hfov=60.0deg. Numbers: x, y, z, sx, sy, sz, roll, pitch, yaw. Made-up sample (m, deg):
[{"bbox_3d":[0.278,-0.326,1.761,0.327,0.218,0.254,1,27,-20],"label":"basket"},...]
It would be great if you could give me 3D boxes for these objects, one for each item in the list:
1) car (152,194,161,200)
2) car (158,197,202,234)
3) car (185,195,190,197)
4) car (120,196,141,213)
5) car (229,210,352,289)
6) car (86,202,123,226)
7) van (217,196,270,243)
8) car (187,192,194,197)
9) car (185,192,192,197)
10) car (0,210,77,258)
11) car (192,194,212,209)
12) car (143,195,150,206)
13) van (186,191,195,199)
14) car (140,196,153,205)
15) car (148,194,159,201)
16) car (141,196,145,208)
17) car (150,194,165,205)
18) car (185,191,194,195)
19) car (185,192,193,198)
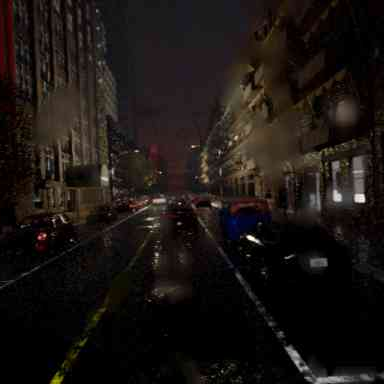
[{"bbox_3d":[-9.179,1.205,87.270,2.008,1.369,4.403,-2,1,-2],"label":"car"},{"bbox_3d":[-0.704,1.347,18.637,1.882,1.535,5.008,-3,1,-2],"label":"car"},{"bbox_3d":[-1.361,1.350,35.481,1.895,1.301,4.718,-3,1,-2],"label":"car"},{"bbox_3d":[-7.152,1.477,36.401,1.967,1.590,4.097,-2,0,-2],"label":"car"},{"bbox_3d":[2.344,1.369,8.437,1.947,1.339,4.313,-2,0,-2],"label":"car"},{"bbox_3d":[-6.696,1.700,25.098,1.802,1.307,4.206,-2,0,-2],"label":"car"},{"bbox_3d":[2.110,1.106,14.087,1.690,1.788,3.998,-2,0,-2],"label":"van"},{"bbox_3d":[0.541,1.063,53.653,1.802,1.307,4.206,-2,1,-2],"label":"car"},{"bbox_3d":[-1.037,0.702,93.384,1.752,1.417,4.829,-2,1,-2],"label":"car"},{"bbox_3d":[-6.250,1.636,13.793,1.967,1.590,4.097,-2,0,-2],"label":"car"},{"bbox_3d":[1.217,1.188,36.697,1.802,1.307,4.206,-2,1,-2],"label":"car"},{"bbox_3d":[-7.828,1.352,53.357,1.967,1.590,4.097,-2,1,-2],"label":"car"},{"bbox_3d":[-0.371,0.651,76.258,1.690,1.788,3.998,-2,1,-2],"label":"van"},{"bbox_3d":[-8.050,1.435,59.010,1.947,1.339,4.313,-2,1,-2],"label":"car"},{"bbox_3d":[-8.727,1.292,75.965,2.008,1.369,4.403,-2,1,-2],"label":"car"},{"bbox_3d":[-7.372,1.578,42.053,1.802,1.307,4.206,-2,1,-2],"label":"car"},{"bbox_3d":[-5.120,1.380,52.747,1.895,1.301,4.718,-3,1,-2],"label":"car"},{"bbox_3d":[0.314,0.989,59.305,2.008,1.369,4.403,-2,1,-2],"label":"car"},{"bbox_3d":[-0.808,0.789,87.563,1.947,1.339,4.313,-2,1,-2],"label":"car"}]
